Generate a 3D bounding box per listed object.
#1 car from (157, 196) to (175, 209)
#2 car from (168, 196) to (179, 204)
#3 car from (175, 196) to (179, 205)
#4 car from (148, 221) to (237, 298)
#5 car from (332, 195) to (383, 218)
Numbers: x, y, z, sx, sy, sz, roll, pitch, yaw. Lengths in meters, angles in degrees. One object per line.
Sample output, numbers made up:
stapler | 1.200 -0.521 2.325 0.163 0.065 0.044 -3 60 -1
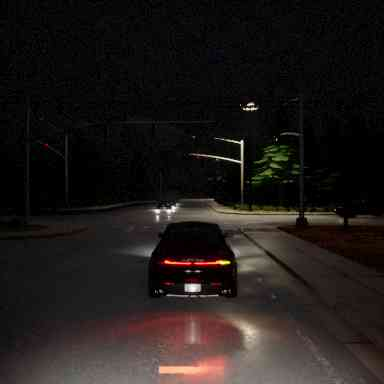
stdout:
car | -3.685 1.505 45.144 1.837 1.490 4.892 0 0 0
car | -3.556 1.505 65.830 1.837 1.490 4.892 0 0 1
car | -3.685 1.601 55.394 1.895 1.301 4.718 0 0 0
car | 0.031 1.501 8.519 1.837 1.490 4.892 0 0 0
car | 15.541 1.248 29.668 5.566 2.045 2.150 0 0 1
